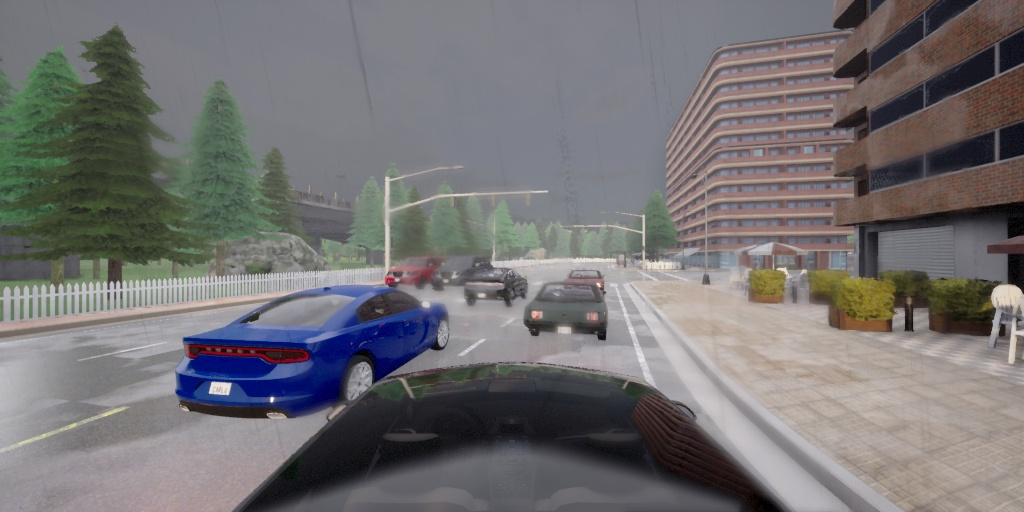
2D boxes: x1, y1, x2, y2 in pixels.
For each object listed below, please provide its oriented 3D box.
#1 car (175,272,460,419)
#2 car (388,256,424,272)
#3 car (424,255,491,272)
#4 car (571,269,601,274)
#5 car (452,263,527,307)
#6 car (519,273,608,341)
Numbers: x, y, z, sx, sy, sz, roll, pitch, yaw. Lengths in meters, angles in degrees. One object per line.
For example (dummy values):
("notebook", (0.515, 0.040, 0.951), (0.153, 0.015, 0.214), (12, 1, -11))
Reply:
("car", (-2.630, 1.228, 6.177), (1.882, 1.535, 5.008), (0, 0, 10))
("car", (-5.899, 1.031, 23.307), (2.150, 2.045, 5.566), (0, 0, 15))
("car", (-2.767, 0.976, 21.485), (2.150, 2.045, 5.566), (0, 0, 15))
("car", (3.941, 1.351, 18.998), (1.895, 1.301, 4.718), (0, 0, 14))
("car", (-0.527, 1.242, 15.467), (2.128, 1.511, 4.902), (0, 0, 14))
("car", (1.685, 1.351, 10.070), (1.895, 1.301, 4.718), (0, 0, 14))
